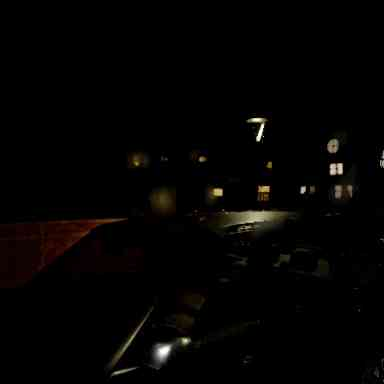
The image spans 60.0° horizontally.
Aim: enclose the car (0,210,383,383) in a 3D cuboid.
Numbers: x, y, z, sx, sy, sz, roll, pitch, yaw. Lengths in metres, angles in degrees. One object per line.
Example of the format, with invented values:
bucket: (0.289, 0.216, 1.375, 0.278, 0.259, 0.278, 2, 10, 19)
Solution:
car: (-0.091, 1.235, 3.004, 5.566, 2.045, 2.150, 1, 0, -35)
